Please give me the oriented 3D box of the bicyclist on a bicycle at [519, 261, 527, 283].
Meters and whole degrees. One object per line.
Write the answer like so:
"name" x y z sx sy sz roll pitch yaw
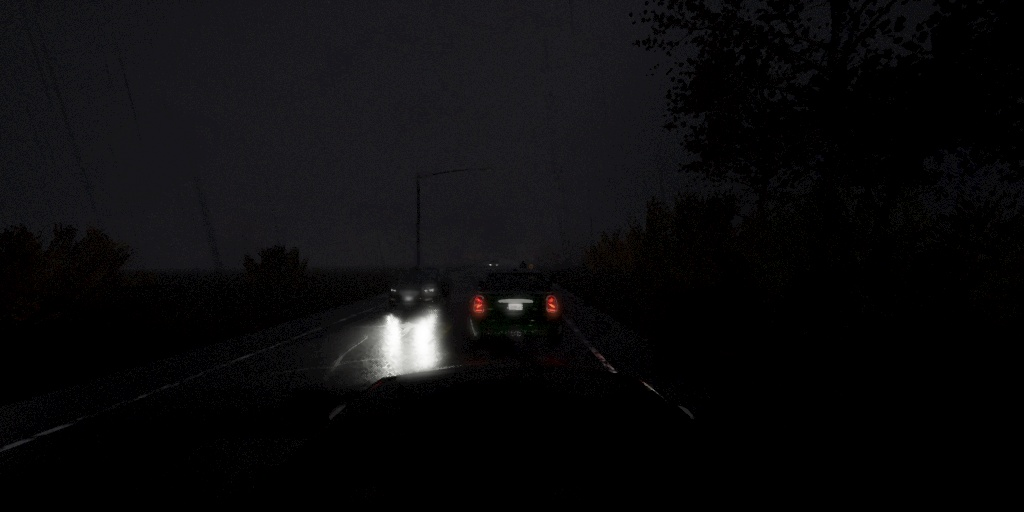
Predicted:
"bicyclist on a bicycle" 0.840 1.193 27.224 0.582 1.620 1.656 0 0 0

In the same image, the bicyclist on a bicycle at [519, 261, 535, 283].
"bicyclist on a bicycle" 0.903 1.181 17.107 0.866 1.612 1.509 0 0 0

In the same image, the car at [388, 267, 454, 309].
"car" -3.651 1.237 15.096 2.128 1.511 4.902 0 0 0

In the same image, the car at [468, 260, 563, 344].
"car" 0.072 1.099 9.763 2.097 1.767 4.553 0 0 0
